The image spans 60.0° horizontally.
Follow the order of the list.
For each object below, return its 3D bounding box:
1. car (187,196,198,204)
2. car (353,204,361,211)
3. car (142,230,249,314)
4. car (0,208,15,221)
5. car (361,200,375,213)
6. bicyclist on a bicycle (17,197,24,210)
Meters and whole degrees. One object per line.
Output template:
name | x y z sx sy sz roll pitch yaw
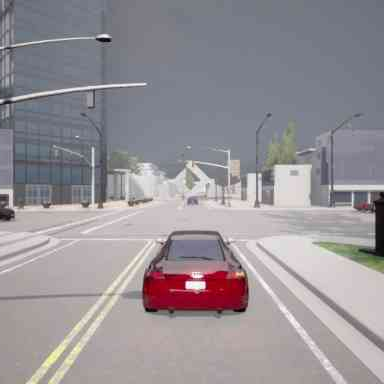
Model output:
car | 0.115 1.525 63.028 1.812 1.442 4.674 0 0 0
car | 20.656 1.553 37.139 4.718 1.301 1.895 0 0 0
car | 0.074 1.564 7.695 1.994 1.385 4.181 0 0 0
car | -16.602 1.587 26.151 5.008 1.535 1.882 -1 0 0
car | 20.214 1.553 33.644 4.718 1.301 1.895 0 0 0
bicyclist on a bicycle | -21.982 1.466 42.585 0.582 1.620 1.656 -1 0 0
